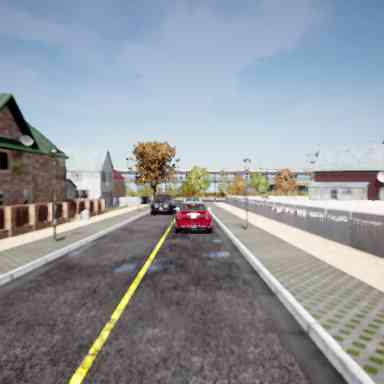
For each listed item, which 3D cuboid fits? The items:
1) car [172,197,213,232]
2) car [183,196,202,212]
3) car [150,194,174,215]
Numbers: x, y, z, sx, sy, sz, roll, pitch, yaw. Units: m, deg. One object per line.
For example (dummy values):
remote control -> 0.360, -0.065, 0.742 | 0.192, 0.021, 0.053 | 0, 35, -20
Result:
car -> 0.090, 1.337, 20.076 | 2.097, 1.767, 4.553 | 0, 0, 0
car -> 0.083, 1.331, 39.810 | 2.097, 1.767, 4.553 | 0, 0, 0
car -> -2.842, 1.199, 33.475 | 2.150, 2.045, 5.566 | 0, 0, 0
